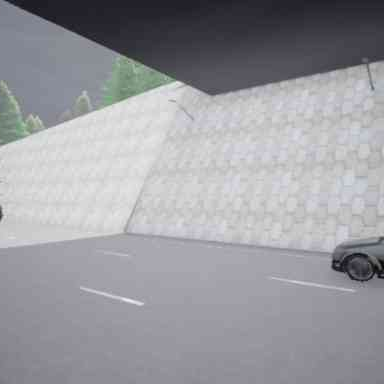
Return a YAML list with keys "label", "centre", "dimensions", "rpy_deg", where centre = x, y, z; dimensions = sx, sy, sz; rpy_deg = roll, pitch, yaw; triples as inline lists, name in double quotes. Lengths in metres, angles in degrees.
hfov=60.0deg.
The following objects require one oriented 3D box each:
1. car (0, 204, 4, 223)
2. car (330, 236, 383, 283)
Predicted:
- label: "car"
  centre: [-15.768, 1.338, 23.954]
  dimensions: [5.566, 2.045, 2.150]
  rpy_deg: [0, 0, 36]
- label: "car"
  centre: [5.802, 1.594, 8.440]
  dimensions: [4.181, 1.385, 1.994]
  rpy_deg: [0, 0, 36]
